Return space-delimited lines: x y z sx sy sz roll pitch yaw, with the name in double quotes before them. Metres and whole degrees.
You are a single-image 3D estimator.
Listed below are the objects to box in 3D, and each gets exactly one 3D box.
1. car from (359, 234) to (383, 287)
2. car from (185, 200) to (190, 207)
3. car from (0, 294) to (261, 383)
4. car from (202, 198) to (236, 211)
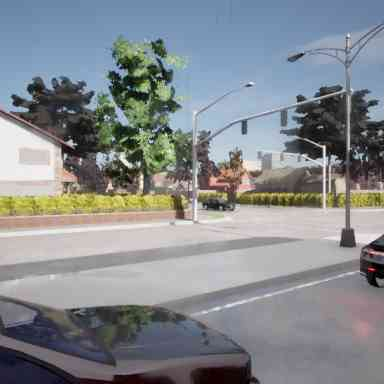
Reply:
"car" 5.998 1.492 8.063 4.902 1.511 2.128 0 0 -35
"car" -2.194 1.352 47.502 2.097 1.767 4.553 0 0 -36
"car" -1.968 1.547 2.345 5.357 1.411 2.033 0 0 -35
"car" 3.196 1.505 40.086 1.837 1.490 4.892 0 0 -36
